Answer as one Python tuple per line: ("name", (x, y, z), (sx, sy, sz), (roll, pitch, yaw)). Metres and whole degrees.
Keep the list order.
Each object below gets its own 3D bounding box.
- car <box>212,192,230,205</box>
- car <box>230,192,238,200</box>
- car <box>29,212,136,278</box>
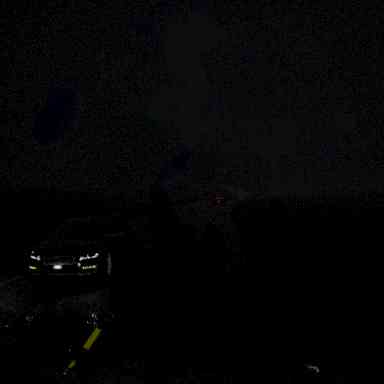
("car", (3.873, 0.951, 45.830), (1.837, 1.490, 4.892), (0, 1, 10))
("car", (7.940, 0.752, 65.167), (2.033, 1.411, 5.357), (0, 1, 15))
("car", (-2.938, 1.399, 9.873), (1.837, 1.490, 4.892), (0, 1, 2))
